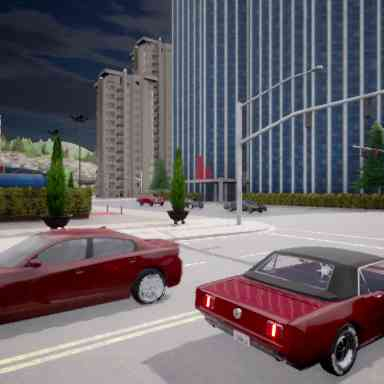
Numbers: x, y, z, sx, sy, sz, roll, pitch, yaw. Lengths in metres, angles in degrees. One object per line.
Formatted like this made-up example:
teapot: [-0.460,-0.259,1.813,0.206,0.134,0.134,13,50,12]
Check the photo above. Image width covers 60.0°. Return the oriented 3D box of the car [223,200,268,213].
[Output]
car: [5.765,1.547,36.677,2.033,1.411,5.357,0,0,-36]

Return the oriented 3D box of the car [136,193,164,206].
car: [-6.610,1.221,53.741,2.150,2.045,5.566,0,0,-36]

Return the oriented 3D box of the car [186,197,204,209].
car: [-0.340,1.504,45.082,1.837,1.490,4.892,0,0,-36]

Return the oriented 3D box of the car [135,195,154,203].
car: [-10.155,1.511,70.722,2.128,1.511,4.902,0,0,-36]

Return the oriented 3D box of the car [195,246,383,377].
car: [2.459,1.601,5.564,4.718,1.301,1.895,0,0,-35]

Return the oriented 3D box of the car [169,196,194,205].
car: [-1.882,1.487,59.439,2.128,1.511,4.902,0,0,-36]

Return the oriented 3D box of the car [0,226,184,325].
car: [-2.516,1.477,6.501,5.008,1.535,1.882,0,0,-36]
